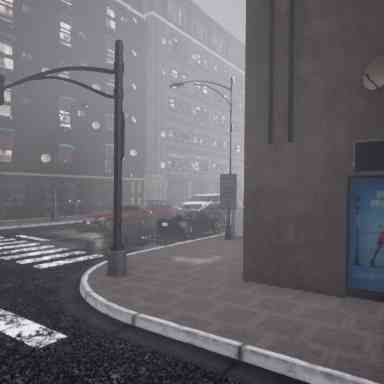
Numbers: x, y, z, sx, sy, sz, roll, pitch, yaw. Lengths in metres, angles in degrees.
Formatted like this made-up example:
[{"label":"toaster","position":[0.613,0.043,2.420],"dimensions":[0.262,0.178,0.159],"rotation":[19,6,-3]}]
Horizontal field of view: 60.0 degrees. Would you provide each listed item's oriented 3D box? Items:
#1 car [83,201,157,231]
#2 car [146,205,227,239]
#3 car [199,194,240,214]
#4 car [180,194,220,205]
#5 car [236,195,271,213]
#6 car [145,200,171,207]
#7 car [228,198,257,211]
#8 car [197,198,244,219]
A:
[{"label":"car","position":[-4.569,1.487,20.829],"dimensions":[1.812,1.442,4.674],"rotation":[1,1,35]},{"label":"car","position":[-0.117,1.599,17.746],"dimensions":[1.947,1.339,4.313],"rotation":[1,1,35]},{"label":"car","position":[3.041,1.224,35.996],"dimensions":[2.192,1.841,5.009],"rotation":[1,1,35]},{"label":"car","position":[1.096,1.171,28.919],"dimensions":[2.150,2.045,5.566],"rotation":[1,1,35]},{"label":"car","position":[6.961,1.289,37.281],"dimensions":[2.097,1.767,4.553],"rotation":[1,1,35]},{"label":"car","position":[-3.368,1.362,26.841],"dimensions":[1.967,1.590,4.097],"rotation":[1,1,35]},{"label":"car","position":[6.242,1.483,40.576],"dimensions":[1.802,1.307,4.206],"rotation":[1,1,35]},{"label":"car","position":[2.716,1.495,26.092],"dimensions":[1.837,1.490,4.892],"rotation":[1,1,35]}]
